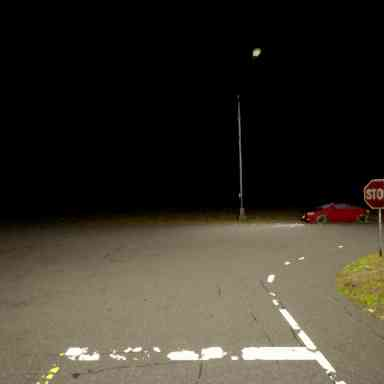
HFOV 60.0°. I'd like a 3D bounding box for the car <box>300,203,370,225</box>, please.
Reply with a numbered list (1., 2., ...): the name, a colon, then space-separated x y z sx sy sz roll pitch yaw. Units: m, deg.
1. car: 9.289 1.404 21.778 4.181 1.385 1.994 -1 -2 -1
